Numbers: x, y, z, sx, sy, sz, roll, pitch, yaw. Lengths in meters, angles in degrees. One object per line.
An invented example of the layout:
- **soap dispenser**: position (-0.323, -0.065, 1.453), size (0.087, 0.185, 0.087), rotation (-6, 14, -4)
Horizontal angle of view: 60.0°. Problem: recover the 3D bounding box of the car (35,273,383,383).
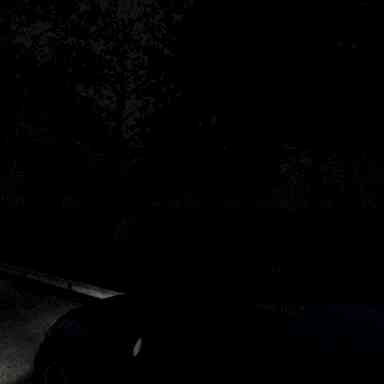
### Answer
- **car**: position (0.510, 1.526, 3.004), size (4.674, 1.442, 1.812), rotation (0, 0, 35)
